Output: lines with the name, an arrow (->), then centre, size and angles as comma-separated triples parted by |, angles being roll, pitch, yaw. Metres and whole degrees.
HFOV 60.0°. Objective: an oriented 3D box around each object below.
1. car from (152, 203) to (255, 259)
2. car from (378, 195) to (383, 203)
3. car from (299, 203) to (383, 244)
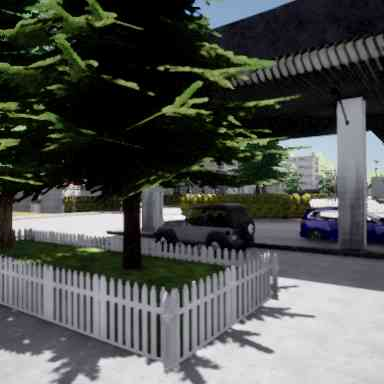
car -> 0.470, 1.378, 12.779 | 3.866, 1.878, 1.905 | -1, 0, 35
car -> 34.387, 1.357, 59.278 | 2.007, 1.523, 4.514 | -1, 0, 35
car -> 7.267, 1.505, 14.942 | 4.611, 1.667, 2.242 | -1, 0, 35
